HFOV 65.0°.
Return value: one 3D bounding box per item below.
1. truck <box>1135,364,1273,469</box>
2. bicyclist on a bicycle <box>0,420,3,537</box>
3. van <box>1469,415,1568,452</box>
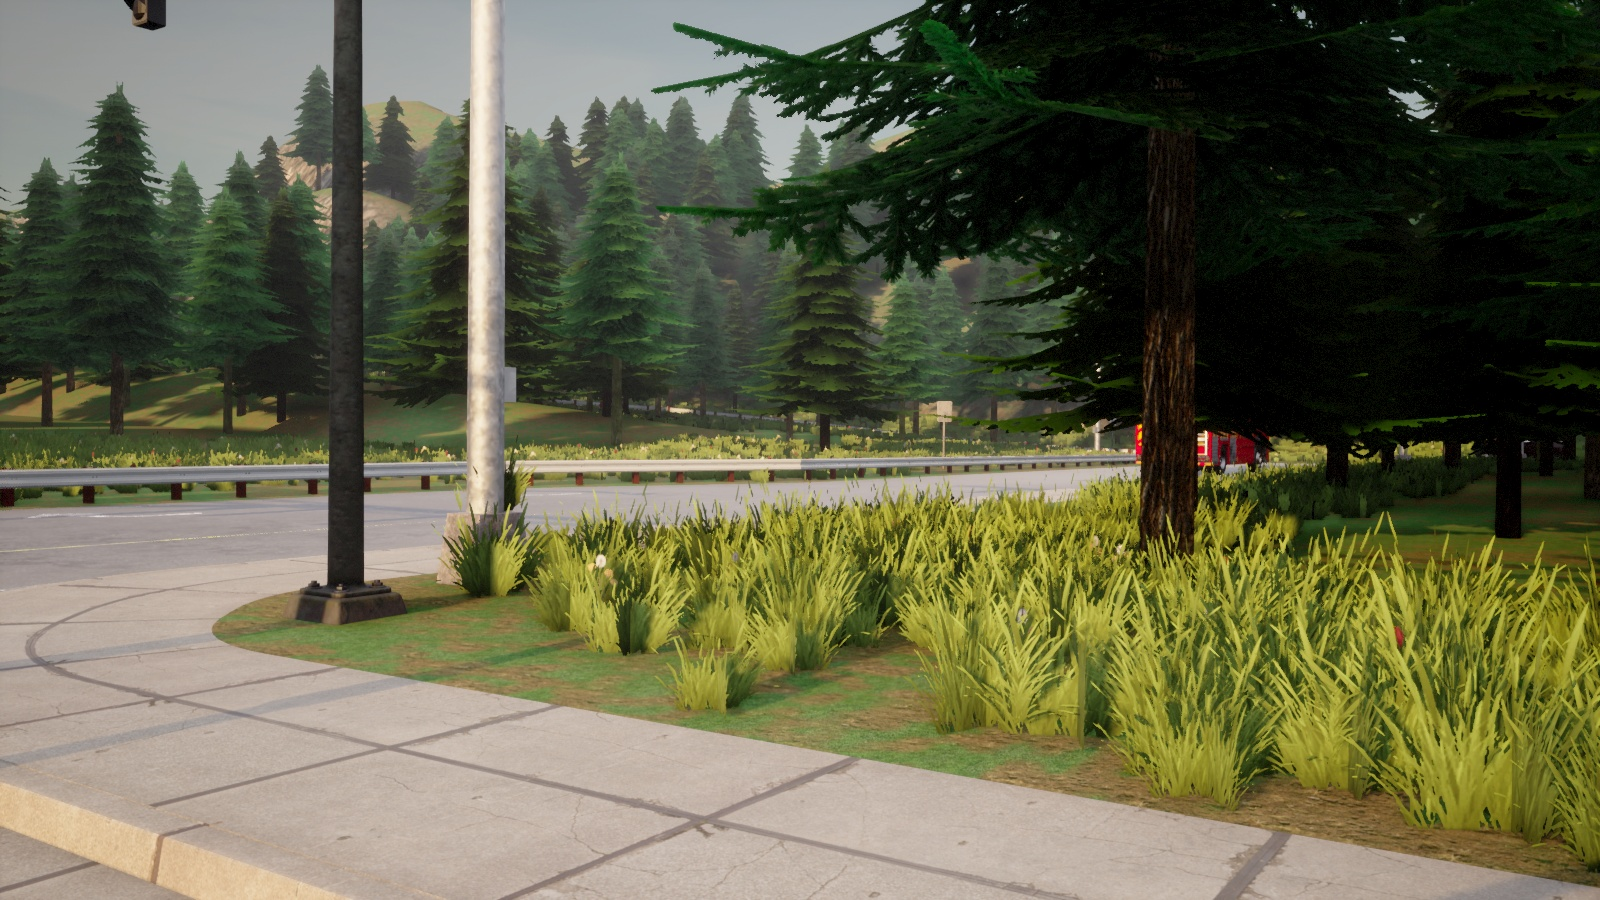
[{"bbox_3d":[16.175,-1.287,49.850,2.891,3.827,8.468,0,1,35],"label":"truck"},{"bbox_3d":[-12.853,0.440,18.426,0.659,1.776,1.843,0,1,33],"label":"bicyclist on a bicycle"},{"bbox_3d":[40.872,-0.918,71.511,4.480,2.038,2.069,-1,1,1],"label":"van"}]
